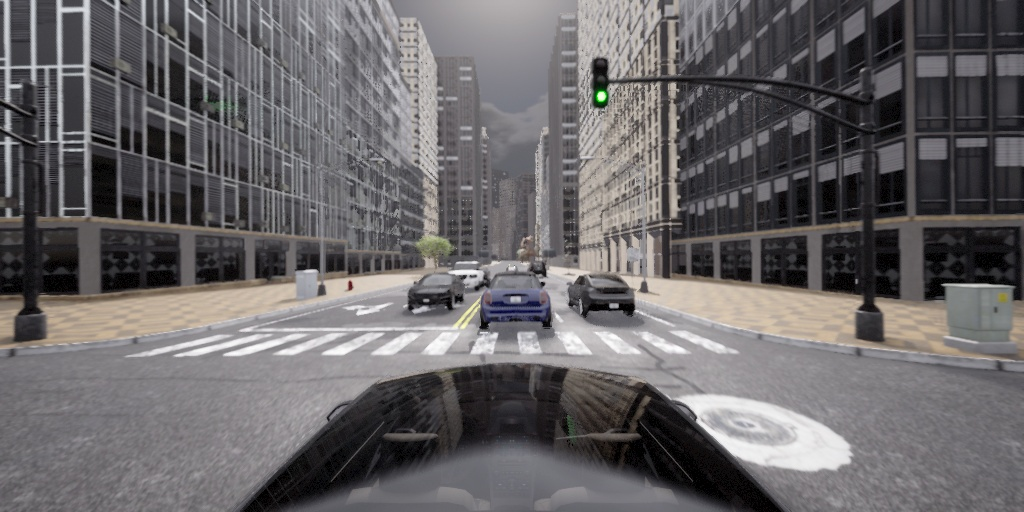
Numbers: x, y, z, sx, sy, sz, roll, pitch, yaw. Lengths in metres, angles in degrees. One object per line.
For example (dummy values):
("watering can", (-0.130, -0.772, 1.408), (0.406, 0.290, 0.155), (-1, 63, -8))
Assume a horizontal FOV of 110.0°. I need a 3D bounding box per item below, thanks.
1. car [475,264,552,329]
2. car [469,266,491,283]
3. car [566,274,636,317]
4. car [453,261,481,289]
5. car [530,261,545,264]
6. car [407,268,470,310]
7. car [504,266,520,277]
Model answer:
("car", (0.102, 1.281, 12.248), (2.097, 1.767, 4.553), (-1, -1, 0))
("car", (-3.234, 1.846, 36.858), (1.837, 1.490, 4.892), (-1, -1, 0))
("car", (3.353, 1.433, 14.211), (1.837, 1.490, 4.892), (-1, -1, 0))
("car", (-3.320, 1.403, 26.484), (2.150, 2.045, 5.566), (-1, -1, 0))
("car", (3.275, 1.647, 46.377), (2.150, 2.045, 5.566), (-1, -1, 0))
("car", (-3.340, 1.504, 16.533), (1.882, 1.535, 5.008), (-1, -1, 0))
("car", (0.029, 2.041, 47.776), (1.994, 1.385, 4.181), (-1, -1, 0))
